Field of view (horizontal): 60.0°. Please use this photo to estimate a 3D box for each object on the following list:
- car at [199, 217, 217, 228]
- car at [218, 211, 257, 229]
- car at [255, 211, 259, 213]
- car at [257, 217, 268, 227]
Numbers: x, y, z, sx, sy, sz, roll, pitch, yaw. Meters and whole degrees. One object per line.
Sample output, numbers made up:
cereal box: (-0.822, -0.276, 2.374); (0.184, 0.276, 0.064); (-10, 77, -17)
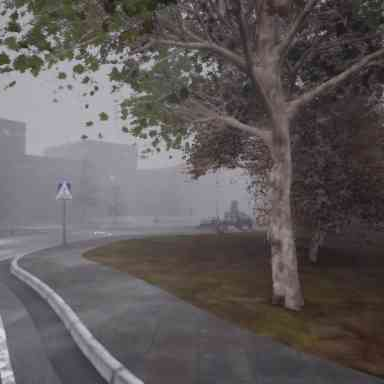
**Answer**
car: (2.947, 3.954, 43.005); (2.033, 1.411, 5.357); (-1, -5, 32)
car: (5.749, 3.616, 41.555); (2.150, 2.045, 5.566); (-1, -5, 32)
car: (15.564, 5.585, 79.039); (2.435, 2.045, 5.566); (-1, -3, 32)
car: (11.230, 4.516, 50.387); (1.882, 1.535, 5.008); (-1, -3, 32)
